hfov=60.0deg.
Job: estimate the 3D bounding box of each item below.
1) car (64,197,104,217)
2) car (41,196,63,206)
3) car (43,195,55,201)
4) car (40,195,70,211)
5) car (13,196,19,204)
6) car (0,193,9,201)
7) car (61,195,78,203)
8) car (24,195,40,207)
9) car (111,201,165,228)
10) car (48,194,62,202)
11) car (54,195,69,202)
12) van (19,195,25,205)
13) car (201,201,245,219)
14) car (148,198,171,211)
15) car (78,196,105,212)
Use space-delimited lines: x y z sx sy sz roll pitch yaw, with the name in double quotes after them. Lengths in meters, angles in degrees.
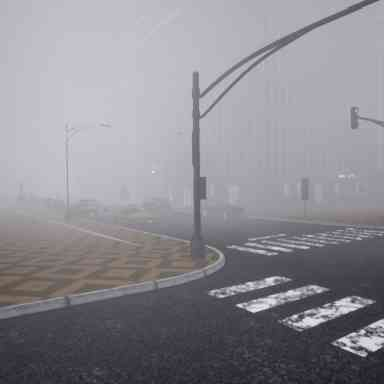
-10.440 1.533 31.893 1.752 1.417 4.829 -1 1 -36 "car"
-22.286 1.375 52.913 2.128 1.511 4.902 -1 1 -36 "car"
-33.331 1.331 77.437 1.752 1.417 4.829 -1 1 -36 "car"
-16.967 1.429 41.095 1.967 1.590 4.097 -1 1 -36 "car"
-33.158 1.494 63.676 2.008 1.369 4.403 -1 1 -36 "car"
-46.111 1.449 81.739 1.887 1.381 4.507 -1 1 -36 "car"
-23.516 1.386 63.752 2.008 1.369 4.403 -1 1 -36 "car"
-23.444 1.411 50.127 1.967 1.590 4.097 -1 1 -36 "car"
-4.019 1.552 22.819 1.752 1.417 4.829 -1 1 -36 "car"
-29.994 1.256 72.783 1.967 1.590 4.097 -1 1 -36 "car"
-26.754 1.407 68.268 1.802 1.307 4.206 -1 1 -36 "car"
-26.684 1.303 54.642 1.690 1.788 3.998 -1 1 -36 "van"
2.496 1.455 27.700 2.008 1.369 4.403 -1 1 -36 "car"
-4.041 1.328 36.691 1.967 1.590 4.097 -1 1 -36 "car"
-11.257 1.490 37.536 1.812 1.442 4.674 -1 1 -36 "car"
